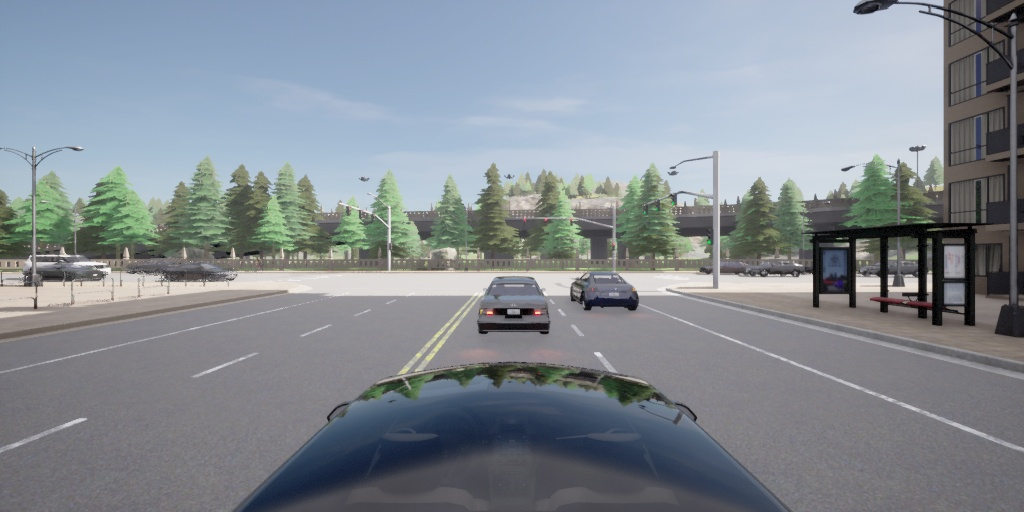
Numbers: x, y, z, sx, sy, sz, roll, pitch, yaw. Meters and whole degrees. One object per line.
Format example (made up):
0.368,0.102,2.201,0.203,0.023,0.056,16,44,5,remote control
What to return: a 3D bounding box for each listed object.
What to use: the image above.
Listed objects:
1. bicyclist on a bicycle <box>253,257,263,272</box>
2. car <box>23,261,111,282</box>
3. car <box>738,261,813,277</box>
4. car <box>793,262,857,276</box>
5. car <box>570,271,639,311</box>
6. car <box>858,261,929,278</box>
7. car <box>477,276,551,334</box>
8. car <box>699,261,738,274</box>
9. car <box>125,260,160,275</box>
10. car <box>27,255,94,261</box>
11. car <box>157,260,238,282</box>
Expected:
-29.460,0.995,41.648,0.582,1.620,1.656,0,0,1,bicyclist on a bicycle
-33.543,1.259,27.123,4.181,1.385,1.994,0,0,0,car
24.528,1.186,33.550,4.902,1.511,2.128,0,0,2,car
31.991,1.295,36.729,4.718,1.301,1.895,0,0,4,car
3.580,1.314,14.556,1.994,1.385,4.181,0,0,0,car
34.892,1.186,32.914,4.902,1.511,2.128,0,0,8,car
0.060,1.297,10.545,2.033,1.411,5.357,0,0,1,car
22.412,1.242,37.131,5.357,1.411,2.033,0,0,1,car
-37.798,1.186,37.874,4.902,1.511,2.128,0,0,-2,car
-37.950,0.917,30.624,5.566,2.045,2.150,0,0,-1,car
-23.405,1.220,27.082,4.674,1.442,1.812,0,0,0,car
